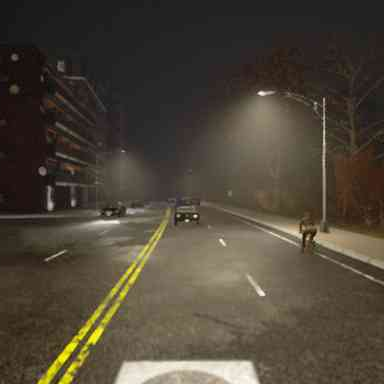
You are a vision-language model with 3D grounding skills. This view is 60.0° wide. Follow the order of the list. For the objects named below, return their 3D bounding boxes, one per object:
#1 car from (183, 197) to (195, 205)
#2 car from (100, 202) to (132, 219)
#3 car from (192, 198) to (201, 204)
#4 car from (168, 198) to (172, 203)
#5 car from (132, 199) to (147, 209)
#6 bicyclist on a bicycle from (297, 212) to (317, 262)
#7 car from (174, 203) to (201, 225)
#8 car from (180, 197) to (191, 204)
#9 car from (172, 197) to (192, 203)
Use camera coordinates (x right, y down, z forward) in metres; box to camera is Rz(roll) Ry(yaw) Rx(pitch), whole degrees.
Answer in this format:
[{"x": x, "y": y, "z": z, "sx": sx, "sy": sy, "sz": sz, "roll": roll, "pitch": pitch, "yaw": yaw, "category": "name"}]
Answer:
[{"x": -0.600, "y": 1.976, "z": 72.155, "sx": 2.128, "sy": 1.511, "sz": 4.902, "roll": 0, "pitch": 0, "yaw": -6, "category": "car"}, {"x": -7.390, "y": 1.701, "z": 31.516, "sx": 2.128, "sy": 1.511, "sz": 4.902, "roll": 0, "pitch": 0, "yaw": -3, "category": "car"}, {"x": 0.488, "y": 1.894, "z": 61.842, "sx": 1.837, "sy": 1.490, "sz": 4.892, "roll": 0, "pitch": -1, "yaw": -5, "category": "car"}, {"x": -4.824, "y": 2.098, "z": 80.640, "sx": 1.895, "sy": 1.301, "sz": 4.718, "roll": 0, "pitch": 0, "yaw": -7, "category": "car"}, {"x": -8.704, "y": 1.947, "z": 53.125, "sx": 1.895, "sy": 1.301, "sz": 4.718, "roll": 0, "pitch": 0, "yaw": -4, "category": "car"}, {"x": 4.012, "y": 1.529, "z": 11.557, "sx": 0.582, "sy": 1.620, "sz": 1.656, "roll": 0, "pitch": -1, "yaw": -1, "category": "bicyclist on a bicycle"}, {"x": -0.442, "y": 1.773, "z": 26.026, "sx": 1.895, "sy": 1.301, "sz": 4.718, "roll": 0, "pitch": 0, "yaw": -2, "category": "car"}, {"x": -1.704, "y": 2.032, "z": 81.947, "sx": 2.128, "sy": 1.511, "sz": 4.902, "roll": 0, "pitch": 0, "yaw": -7, "category": "car"}, {"x": -1.448, "y": 1.769, "z": 44.963, "sx": 1.882, "sy": 1.535, "sz": 5.008, "roll": 0, "pitch": 0, "yaw": -4, "category": "car"}]
